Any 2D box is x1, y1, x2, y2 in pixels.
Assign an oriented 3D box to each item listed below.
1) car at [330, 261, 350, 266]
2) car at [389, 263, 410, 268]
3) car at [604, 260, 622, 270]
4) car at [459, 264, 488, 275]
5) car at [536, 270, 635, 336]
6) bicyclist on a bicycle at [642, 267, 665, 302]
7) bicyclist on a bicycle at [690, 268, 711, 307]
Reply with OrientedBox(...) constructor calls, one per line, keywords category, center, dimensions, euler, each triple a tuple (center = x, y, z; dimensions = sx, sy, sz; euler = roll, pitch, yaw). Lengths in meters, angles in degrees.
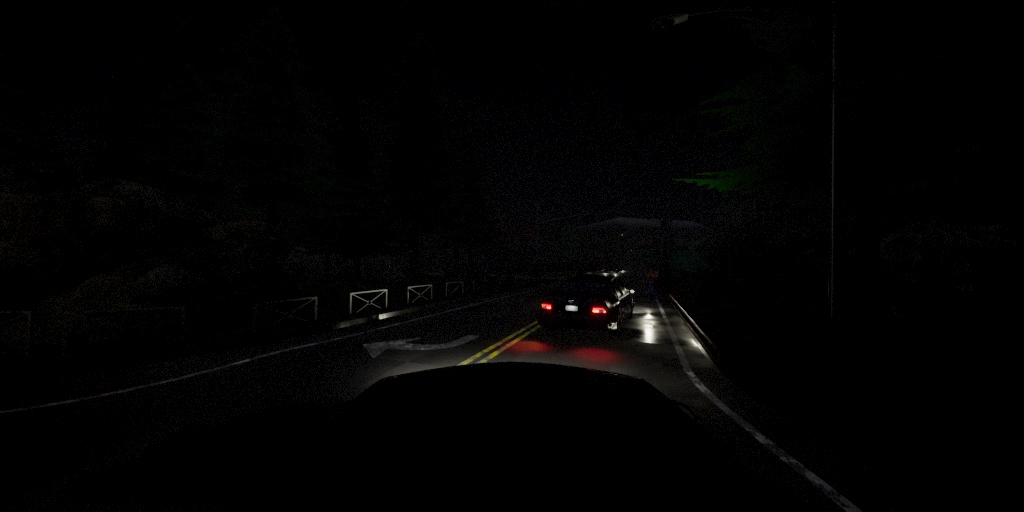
OrientedBox(category="car", center=(-24.236, 1.460, 52.158), dimensions=(5.357, 1.411, 2.033), euler=(1, -1, 24))
OrientedBox(category="car", center=(-14.488, 1.599, 48.270), dimensions=(4.181, 1.385, 1.994), euler=(1, -1, 21))
OrientedBox(category="car", center=(16.691, 1.771, 59.856), dimensions=(2.150, 2.045, 5.566), euler=(1, -1, 20))
OrientedBox(category="car", center=(-5.108, 1.721, 44.816), dimensions=(4.181, 1.385, 1.994), euler=(1, -1, 20))
OrientedBox(category="car", center=(2.362, 1.263, 10.315), dimensions=(2.033, 1.411, 5.357), euler=(1, -1, 24))
OrientedBox(category="bicyclist on a bicycle", center=(6.524, 1.313, 16.498), dimensions=(1.656, 1.620, 0.582), euler=(1, -1, -31))
OrientedBox(category="bicyclist on a bicycle", center=(7.961, 1.325, 15.106), dimensions=(1.656, 1.620, 0.582), euler=(1, -1, -34))
